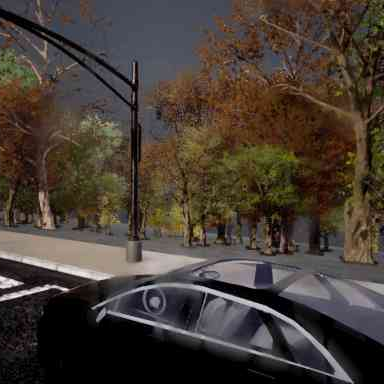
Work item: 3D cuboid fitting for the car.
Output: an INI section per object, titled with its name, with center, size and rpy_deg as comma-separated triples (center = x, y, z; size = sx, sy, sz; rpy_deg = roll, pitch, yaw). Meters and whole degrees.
[car]
center = 0.246, 1.491, 3.497
size = 4.902, 1.511, 2.128
rpy_deg = 0, 0, 37
